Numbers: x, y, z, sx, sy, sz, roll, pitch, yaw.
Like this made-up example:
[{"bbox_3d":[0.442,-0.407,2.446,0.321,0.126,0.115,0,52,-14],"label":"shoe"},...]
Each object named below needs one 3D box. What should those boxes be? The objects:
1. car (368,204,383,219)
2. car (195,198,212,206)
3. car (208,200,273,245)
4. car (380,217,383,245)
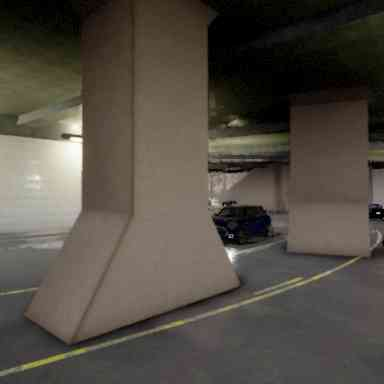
[{"bbox_3d":[15.573,1.708,29.004,1.994,1.385,4.181,0,0,12],"label":"car"},{"bbox_3d":[2.142,1.807,61.279,2.128,1.511,4.902,0,0,-11],"label":"car"},{"bbox_3d":[2.191,1.435,16.180,2.097,1.767,4.553,0,0,36],"label":"car"},{"bbox_3d":[8.731,1.665,12.853,1.895,1.301,4.718,0,0,37],"label":"car"}]
